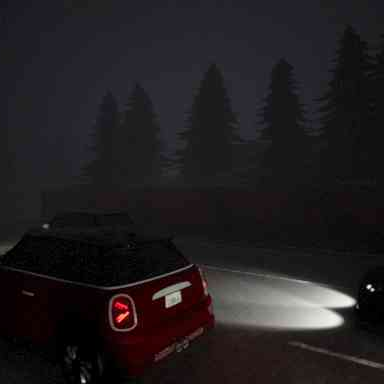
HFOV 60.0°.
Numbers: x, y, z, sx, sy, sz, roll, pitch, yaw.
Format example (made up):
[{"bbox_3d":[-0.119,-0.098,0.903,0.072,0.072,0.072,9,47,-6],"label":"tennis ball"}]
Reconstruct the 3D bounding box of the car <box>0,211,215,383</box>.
[{"bbox_3d":[-1.962,1.359,5.384,4.553,1.767,2.097,0,0,35],"label":"car"}]

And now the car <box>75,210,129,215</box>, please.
[{"bbox_3d":[-3.672,1.366,10.904,4.553,1.767,2.097,0,0,35],"label":"car"}]

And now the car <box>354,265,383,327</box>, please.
[{"bbox_3d":[4.744,1.562,4.904,4.181,1.385,1.994,0,0,36],"label":"car"}]
